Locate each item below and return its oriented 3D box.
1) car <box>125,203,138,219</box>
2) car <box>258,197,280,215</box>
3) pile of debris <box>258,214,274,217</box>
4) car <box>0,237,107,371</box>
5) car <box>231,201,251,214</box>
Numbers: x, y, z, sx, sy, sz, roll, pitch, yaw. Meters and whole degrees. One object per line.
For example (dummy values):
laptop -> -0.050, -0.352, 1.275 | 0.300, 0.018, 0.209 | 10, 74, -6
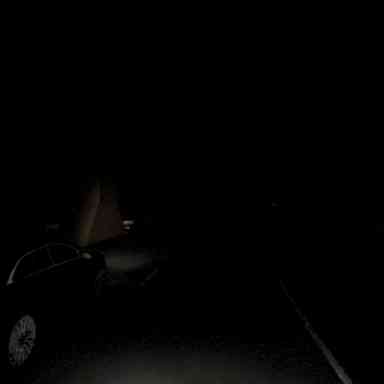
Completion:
car -> -4.617, 1.784, 31.904 | 2.128, 1.511, 4.902 | 0, -1, 18
car -> 9.257, 1.656, 39.744 | 2.150, 2.045, 5.566 | 0, -1, 18
pile of debris -> 8.197, 2.578, 36.887 | 1.500, 0.140, 1.860 | 0, -1, 18
car -> -2.991, 1.535, 5.766 | 2.128, 1.511, 4.902 | 0, -1, 4
car -> 6.084, 1.913, 41.295 | 1.882, 1.535, 5.008 | 0, -1, 18
